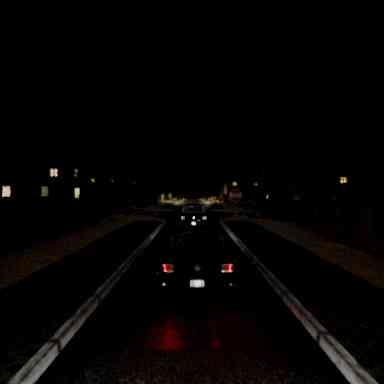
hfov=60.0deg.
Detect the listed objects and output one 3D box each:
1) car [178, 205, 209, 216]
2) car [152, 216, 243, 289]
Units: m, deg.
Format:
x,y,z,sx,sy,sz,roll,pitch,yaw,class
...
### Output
x,y,z,sx,sy,sz,roll,pitch,yaw,class
0.057,1.495,21.157,1.895,1.301,4.718,0,0,-1,car
0.115,1.553,8.959,1.895,1.301,4.718,0,0,0,car
